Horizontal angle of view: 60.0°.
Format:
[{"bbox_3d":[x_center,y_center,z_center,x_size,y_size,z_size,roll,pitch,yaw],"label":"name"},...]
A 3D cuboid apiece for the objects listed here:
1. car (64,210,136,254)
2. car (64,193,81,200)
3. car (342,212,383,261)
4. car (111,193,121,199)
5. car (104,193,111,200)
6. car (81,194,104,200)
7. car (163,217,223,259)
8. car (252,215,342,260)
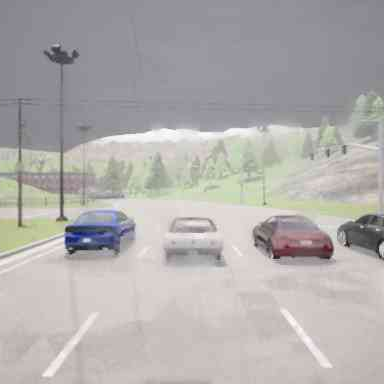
[{"bbox_3d":[-3.509,1.447,13.469,1.882,1.535,5.008,0,0,-1],"label":"car"},{"bbox_3d":[-30.287,1.310,84.528,4.892,1.490,1.837,0,0,28],"label":"car"},{"bbox_3d":[7.014,1.476,11.990,1.837,1.490,4.892,0,0,-1],"label":"car"},{"bbox_3d":[-22.878,1.146,92.269,4.553,1.767,2.097,0,0,32],"label":"car"},{"bbox_3d":[-24.503,1.351,89.146,4.181,1.385,1.994,0,0,32],"label":"car"},{"bbox_3d":[-25.767,1.306,85.786,4.892,1.490,1.837,0,0,35],"label":"car"},{"bbox_3d":[0.014,1.572,12.397,1.895,1.301,4.718,0,0,-1],"label":"car"},{"bbox_3d":[3.509,1.534,12.274,1.994,1.385,4.181,0,0,-1],"label":"car"}]
